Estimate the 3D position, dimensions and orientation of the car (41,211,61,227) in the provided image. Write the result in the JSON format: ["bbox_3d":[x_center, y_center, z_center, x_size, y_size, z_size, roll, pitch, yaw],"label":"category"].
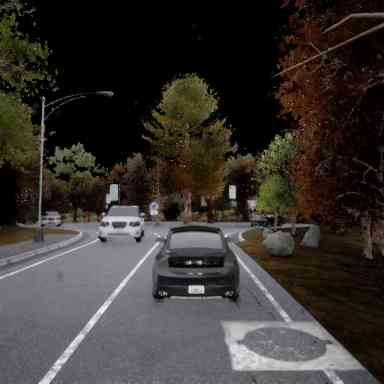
[{"bbox_3d":[-18.211,3.447,42.845,2.150,2.045,5.566,1,-4,-24],"label":"car"}]

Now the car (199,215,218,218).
[{"bbox_3d":[3.063,5.219,65.340,4.181,1.385,1.994,-1,-4,22],"label":"car"}]

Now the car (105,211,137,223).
[{"bbox_3d":[-13.451,4.793,63.198,5.566,2.045,2.150,1,-5,-35],"label":"car"}]

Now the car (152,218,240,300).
[{"bbox_3d":[0.083,1.627,8.639,1.837,1.490,4.892,0,-1,0],"label":"car"}]

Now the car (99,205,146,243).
[{"bbox_3d":[-3.916,1.780,19.470,2.150,2.045,5.566,1,-3,-5],"label":"car"}]

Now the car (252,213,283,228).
[{"bbox_3d":[8.840,3.266,38.695,2.097,1.767,4.553,-4,-6,40],"label":"car"}]
